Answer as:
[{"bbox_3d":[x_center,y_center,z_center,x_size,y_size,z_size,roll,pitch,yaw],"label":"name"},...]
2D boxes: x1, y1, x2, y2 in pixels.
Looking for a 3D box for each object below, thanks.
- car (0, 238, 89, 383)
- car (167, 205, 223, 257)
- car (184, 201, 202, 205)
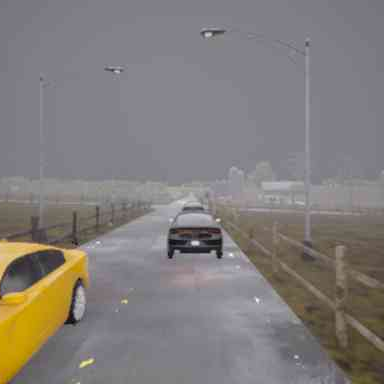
[{"bbox_3d":[-2.848,1.466,4.243,1.882,1.535,5.008,0,0,0],"label":"car"},{"bbox_3d":[0.104,1.462,12.860,1.882,1.535,5.008,0,0,0],"label":"car"},{"bbox_3d":[0.125,1.500,28.411,1.882,1.535,5.008,0,0,0],"label":"car"}]
